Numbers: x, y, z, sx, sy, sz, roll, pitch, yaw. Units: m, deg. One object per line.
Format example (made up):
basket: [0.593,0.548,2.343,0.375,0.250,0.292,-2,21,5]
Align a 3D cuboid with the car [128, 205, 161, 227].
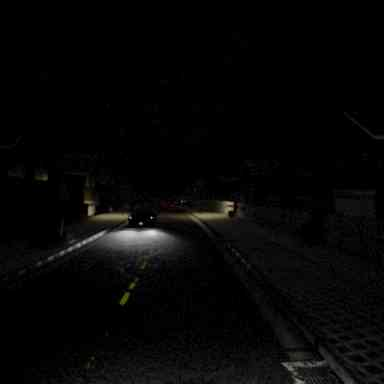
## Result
car: [-3.602,1.869,25.023,1.895,1.301,4.718,0,-1,-3]

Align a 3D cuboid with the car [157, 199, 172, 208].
car: [-5.174,2.161,64.467,2.097,1.767,4.553,0,-1,-9]
